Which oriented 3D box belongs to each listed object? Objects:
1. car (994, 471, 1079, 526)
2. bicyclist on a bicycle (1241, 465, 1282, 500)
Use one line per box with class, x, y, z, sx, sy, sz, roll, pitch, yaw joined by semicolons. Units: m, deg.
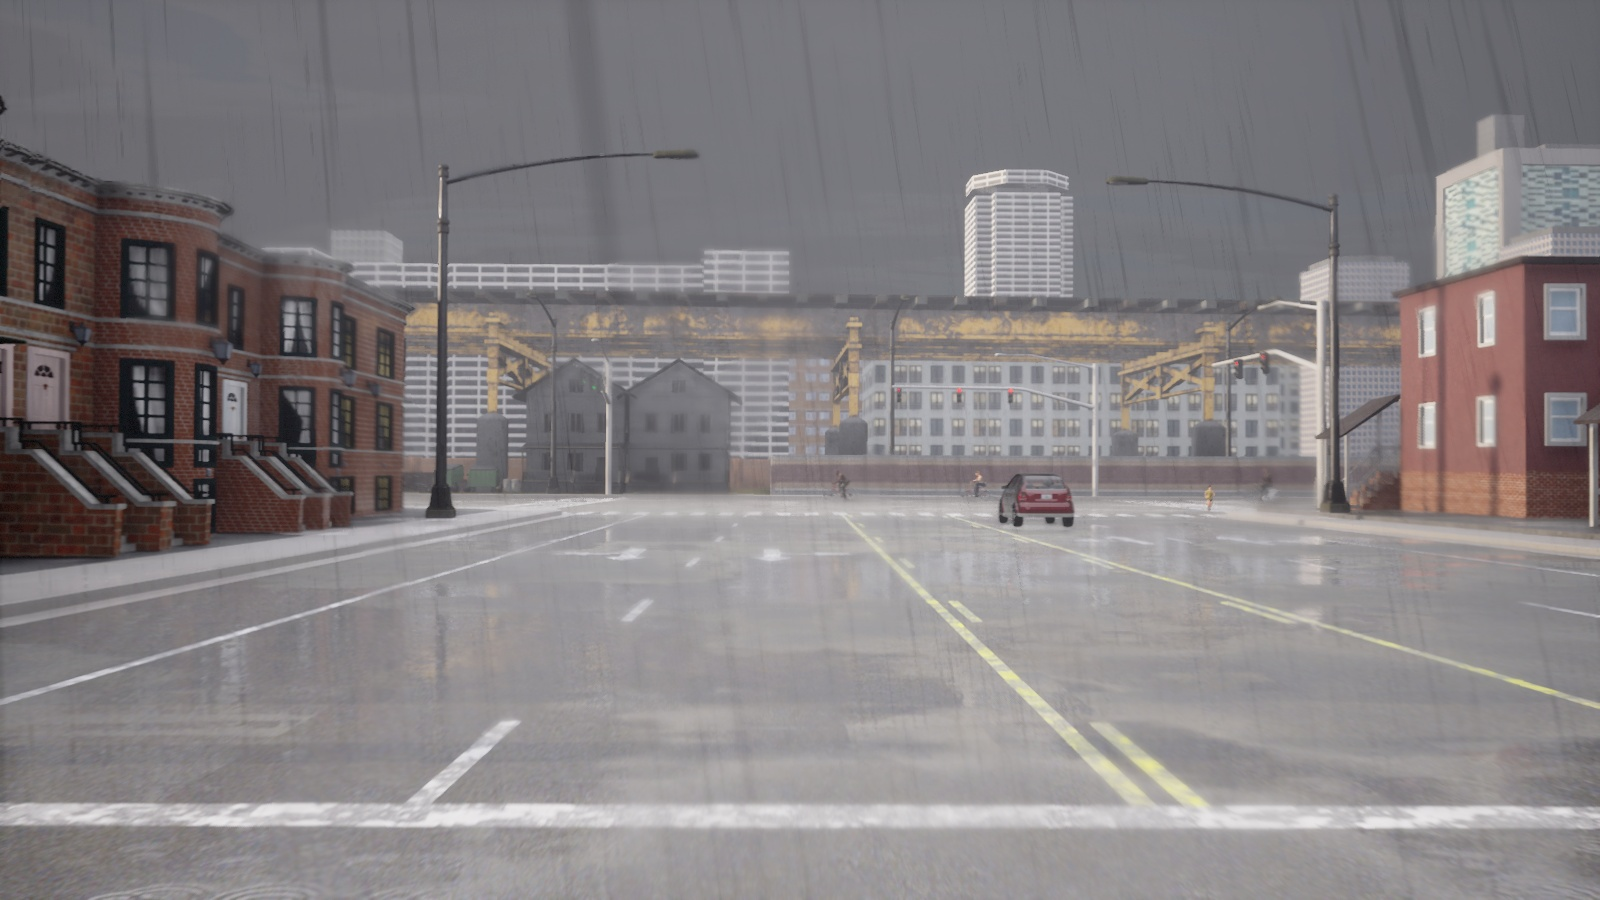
car;6.909;1.386;37.042;1.789;1.549;3.705;0;-1;0
bicyclist on a bicycle;23.326;1.655;63.479;1.843;1.776;0.659;0;-1;0
